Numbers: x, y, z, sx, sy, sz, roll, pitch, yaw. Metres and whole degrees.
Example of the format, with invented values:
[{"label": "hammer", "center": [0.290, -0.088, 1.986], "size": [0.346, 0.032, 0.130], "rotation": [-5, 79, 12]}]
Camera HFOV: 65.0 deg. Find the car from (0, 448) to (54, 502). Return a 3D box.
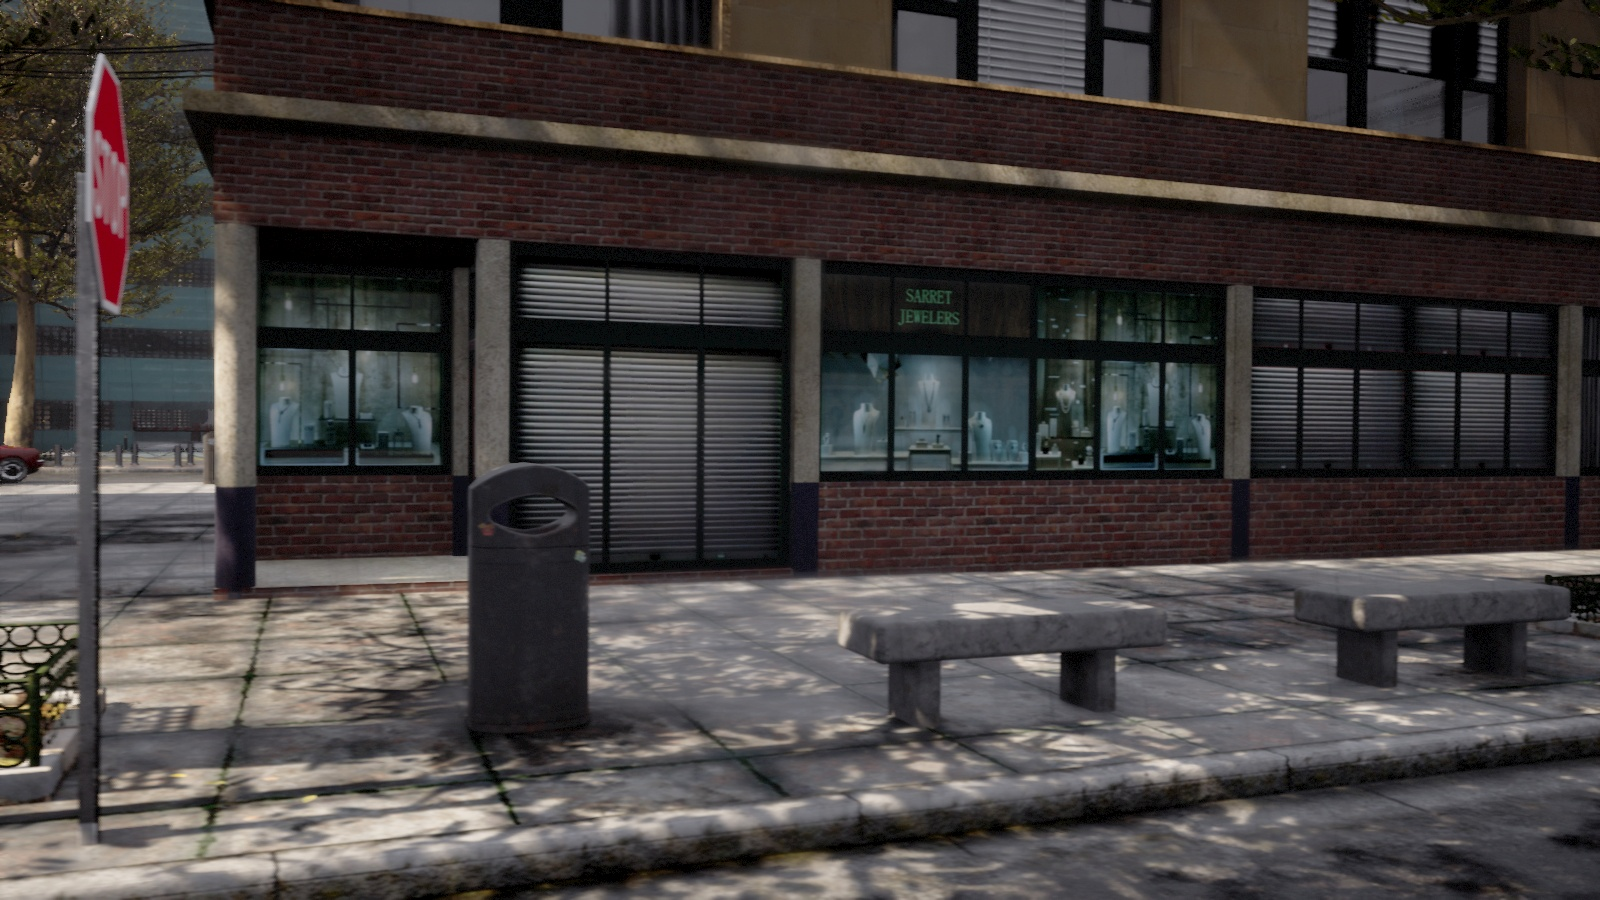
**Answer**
[{"label": "car", "center": [-21.088, 0.647, 30.513], "size": [1.895, 1.301, 4.718], "rotation": [0, 1, 34]}]
